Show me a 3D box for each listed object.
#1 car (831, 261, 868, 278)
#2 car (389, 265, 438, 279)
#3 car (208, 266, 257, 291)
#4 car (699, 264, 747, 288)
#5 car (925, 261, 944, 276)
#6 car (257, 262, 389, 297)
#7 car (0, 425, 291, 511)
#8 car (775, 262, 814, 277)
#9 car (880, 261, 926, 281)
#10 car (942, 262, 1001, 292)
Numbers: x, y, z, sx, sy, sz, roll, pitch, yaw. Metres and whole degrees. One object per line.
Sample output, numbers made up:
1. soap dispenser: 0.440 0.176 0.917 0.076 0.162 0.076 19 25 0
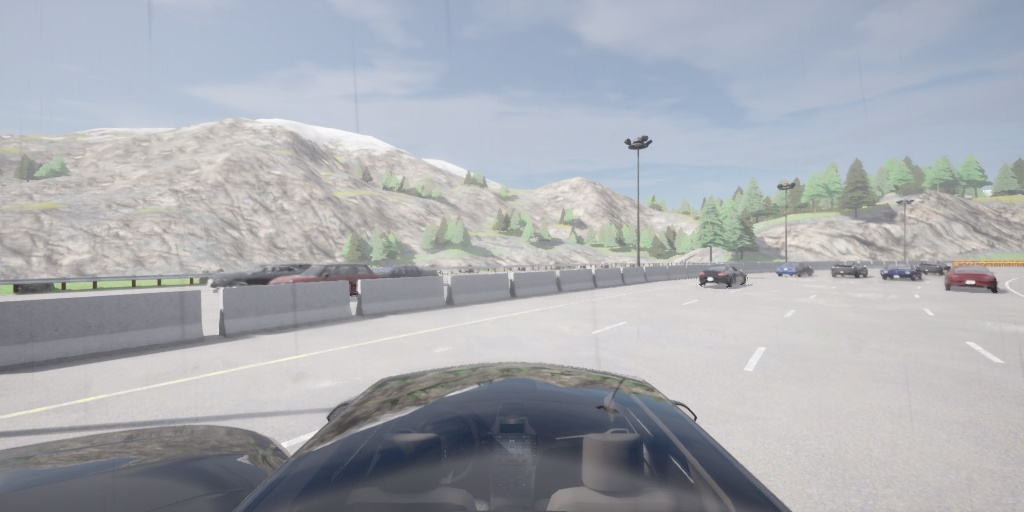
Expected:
1. car: 31.374 1.241 33.297 4.902 1.511 2.128 0 0 -35
2. car: -7.170 1.297 22.647 2.033 1.411 5.357 0 0 42
3. car: -13.881 1.241 20.175 2.128 1.511 4.902 0 0 40
4. car: 14.044 1.276 23.871 4.674 1.442 1.812 0 0 -43
5. car: 43.312 1.241 36.820 4.902 1.511 2.128 0 0 -31
6. car: -8.255 1.102 15.989 2.097 1.767 4.553 0 0 40
7. car: -2.981 1.255 0.486 4.892 1.490 1.837 0 0 -45
8. car: 27.576 1.297 34.933 5.357 1.411 2.033 0 0 -36
9. car: 32.307 1.351 29.687 4.718 1.301 1.895 0 0 -35
10. car: 27.112 1.275 21.254 4.674 1.442 1.812 0 0 -39
